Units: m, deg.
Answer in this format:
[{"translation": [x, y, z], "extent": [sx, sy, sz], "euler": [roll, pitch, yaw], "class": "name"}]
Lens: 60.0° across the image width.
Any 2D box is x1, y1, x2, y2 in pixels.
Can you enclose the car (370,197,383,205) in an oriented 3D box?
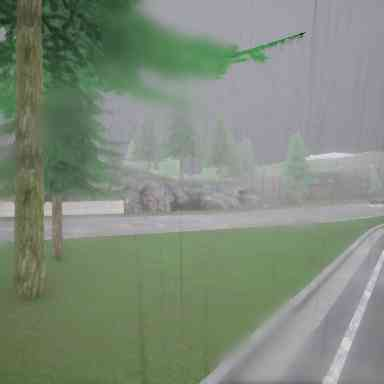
[{"translation": [33.165, 1.587, 58.954], "extent": [4.181, 1.385, 1.994], "euler": [0, 0, -44], "class": "car"}]
